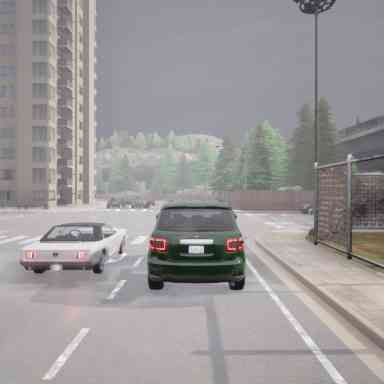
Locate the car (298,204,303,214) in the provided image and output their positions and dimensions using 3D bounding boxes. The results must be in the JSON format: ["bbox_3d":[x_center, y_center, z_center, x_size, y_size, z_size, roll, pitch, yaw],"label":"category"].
[{"bbox_3d":[13.020,1.407,33.236,4.553,1.767,2.097,0,0,0],"label":"car"}]

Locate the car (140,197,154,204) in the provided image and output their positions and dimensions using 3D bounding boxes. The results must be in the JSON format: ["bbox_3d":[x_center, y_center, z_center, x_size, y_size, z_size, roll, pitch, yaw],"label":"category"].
[{"bbox_3d":[-8.987,1.601,66.540,1.895,1.301,4.718,0,0,-19],"label":"car"}]

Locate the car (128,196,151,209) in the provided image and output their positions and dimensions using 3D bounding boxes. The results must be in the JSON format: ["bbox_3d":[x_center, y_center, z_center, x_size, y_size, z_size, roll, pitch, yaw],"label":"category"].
[{"bbox_3d":[-7.009,1.352,45.805,2.097,1.767,4.553,0,0,0],"label":"car"}]

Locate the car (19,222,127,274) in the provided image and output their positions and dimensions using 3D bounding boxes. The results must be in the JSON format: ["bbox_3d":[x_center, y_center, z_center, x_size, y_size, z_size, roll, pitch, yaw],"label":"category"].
[{"bbox_3d":[-3.378,1.601,10.536,1.895,1.301,4.718,0,0,0],"label":"car"}]

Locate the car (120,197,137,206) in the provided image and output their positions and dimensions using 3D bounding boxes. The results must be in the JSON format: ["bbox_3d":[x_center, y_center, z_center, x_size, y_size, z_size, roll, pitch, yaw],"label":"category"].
[{"bbox_3d":[-10.624,1.547,55.927,2.033,1.411,5.357,0,0,-3],"label":"car"}]

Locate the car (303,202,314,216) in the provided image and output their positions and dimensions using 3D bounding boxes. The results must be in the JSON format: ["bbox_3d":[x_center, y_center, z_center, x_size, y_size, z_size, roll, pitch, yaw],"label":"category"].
[{"bbox_3d":[12.973,1.547,29.738,4.902,1.511,2.128,0,0,0],"label":"car"}]

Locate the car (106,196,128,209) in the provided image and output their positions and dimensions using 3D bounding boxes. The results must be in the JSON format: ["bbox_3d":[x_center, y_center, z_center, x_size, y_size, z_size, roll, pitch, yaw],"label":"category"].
[{"bbox_3d":[-10.505,1.505,46.189,1.837,1.490,4.892,0,0,0],"label":"car"}]

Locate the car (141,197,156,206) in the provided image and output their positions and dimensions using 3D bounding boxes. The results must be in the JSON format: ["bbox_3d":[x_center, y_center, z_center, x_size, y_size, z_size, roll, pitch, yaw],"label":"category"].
[{"bbox_3d":[-7.137,1.547,55.279,2.033,1.411,5.357,0,0,-2],"label":"car"}]

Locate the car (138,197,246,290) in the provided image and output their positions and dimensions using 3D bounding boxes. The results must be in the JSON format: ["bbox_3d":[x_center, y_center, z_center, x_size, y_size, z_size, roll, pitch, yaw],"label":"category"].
[{"bbox_3d":[0.122,1.221,9.214,2.150,2.045,5.566,0,0,1],"label":"car"}]

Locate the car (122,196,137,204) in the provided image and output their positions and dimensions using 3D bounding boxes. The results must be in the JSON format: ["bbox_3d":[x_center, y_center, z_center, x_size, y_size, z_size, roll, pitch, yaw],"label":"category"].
[{"bbox_3d":[-12.564,1.547,66.155,2.033,1.411,5.357,0,0,-20],"label":"car"}]
